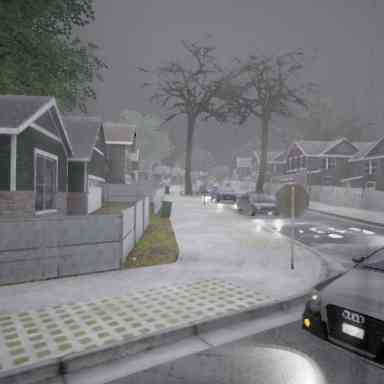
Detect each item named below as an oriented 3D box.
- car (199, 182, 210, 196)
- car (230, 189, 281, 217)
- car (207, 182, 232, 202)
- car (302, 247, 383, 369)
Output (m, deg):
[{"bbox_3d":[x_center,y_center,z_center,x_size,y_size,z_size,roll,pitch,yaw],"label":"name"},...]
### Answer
[{"bbox_3d":[2.021,-0.356,43.636,2.128,1.511,4.902,1,3,-6],"label":"car"},{"bbox_3d":[4.303,0.745,22.032,2.033,1.411,5.357,1,3,-6],"label":"car"},{"bbox_3d":[3.121,0.135,33.190,1.882,1.535,5.008,1,3,-6],"label":"car"},{"bbox_3d":[3.719,1.557,5.324,4.181,1.385,1.994,-1,1,-33],"label":"car"}]
